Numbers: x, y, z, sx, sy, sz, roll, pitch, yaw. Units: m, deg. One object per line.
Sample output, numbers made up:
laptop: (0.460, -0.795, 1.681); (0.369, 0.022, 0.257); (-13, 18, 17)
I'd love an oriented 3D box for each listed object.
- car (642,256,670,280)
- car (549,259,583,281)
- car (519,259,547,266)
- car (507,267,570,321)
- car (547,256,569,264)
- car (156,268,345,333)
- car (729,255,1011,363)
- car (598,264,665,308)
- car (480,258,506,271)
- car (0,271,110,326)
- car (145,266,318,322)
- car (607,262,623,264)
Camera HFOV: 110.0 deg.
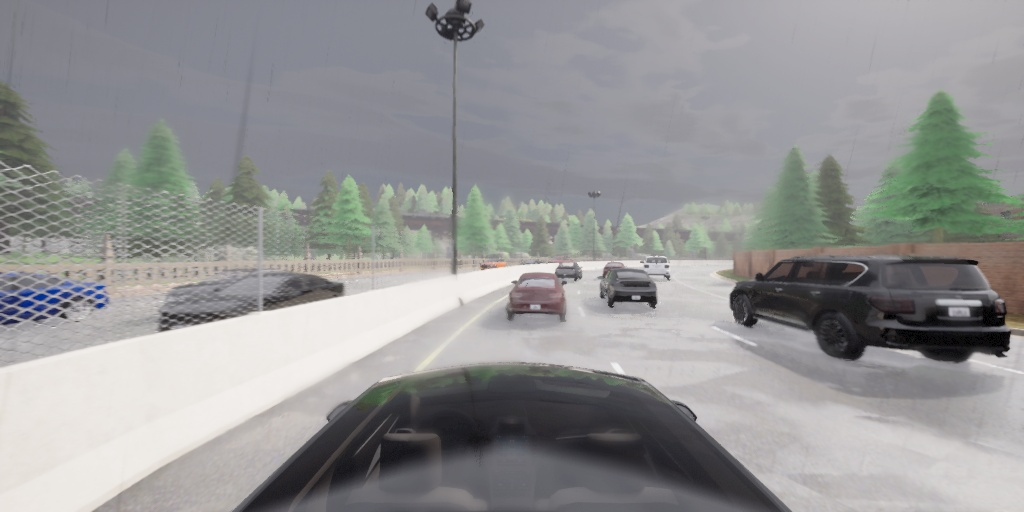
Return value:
car: (12.947, 1.034, 32.266); (2.150, 2.045, 5.566); (0, 0, 20)
car: (4.789, 1.267, 29.992); (2.128, 1.511, 4.902); (0, 0, 17)
car: (2.825, 1.248, 52.250); (1.882, 1.535, 5.008); (0, 0, 29)
car: (0.930, 1.281, 12.450); (1.812, 1.442, 4.674); (0, 0, 7)
car: (6.917, 1.012, 52.392); (2.150, 2.045, 5.566); (0, 0, 30)
car: (-6.575, 1.200, 9.789); (1.882, 1.535, 5.008); (0, 0, 5)
car: (7.494, 1.006, 8.488); (2.150, 2.045, 5.566); (0, 0, 5)
car: (4.898, 1.279, 15.511); (1.837, 1.490, 4.892); (0, 0, 8)
car: (-2.583, 1.097, 49.391); (2.097, 1.767, 4.553); (0, 0, 27)
car: (-13.638, 1.168, 9.069); (1.882, 1.535, 5.008); (0, 0, 5)
car: (-9.727, 1.200, 13.142); (2.128, 1.511, 4.902); (0, 0, 7)
car: (9.519, 1.275, 32.986); (1.882, 1.535, 5.008); (0, 0, 20)
